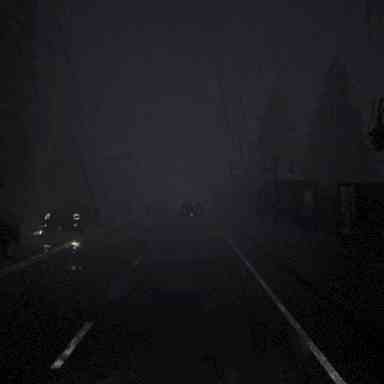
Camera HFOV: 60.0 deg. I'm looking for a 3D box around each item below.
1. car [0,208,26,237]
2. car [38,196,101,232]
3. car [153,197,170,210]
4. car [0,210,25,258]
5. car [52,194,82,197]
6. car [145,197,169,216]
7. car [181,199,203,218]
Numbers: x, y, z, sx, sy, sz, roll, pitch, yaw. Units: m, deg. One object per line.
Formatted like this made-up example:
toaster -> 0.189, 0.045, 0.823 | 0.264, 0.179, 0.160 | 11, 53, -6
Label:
car -> -10.580, 1.600, 16.980 | 1.895, 1.301, 4.718 | 0, 0, 0
car -> -7.069, 1.351, 19.990 | 2.097, 1.767, 4.553 | 0, 0, 0
car -> -4.184, 1.478, 45.113 | 2.128, 1.511, 4.902 | 0, 0, -8
car -> -7.085, 1.477, 9.925 | 1.882, 1.535, 5.008 | 0, 0, 0
car -> -10.535, 1.220, 27.448 | 2.150, 2.045, 5.566 | 0, 0, 0
car -> -3.412, 1.476, 32.906 | 1.882, 1.535, 5.008 | 0, 0, 0
car -> -0.010, 1.600, 29.719 | 1.895, 1.301, 4.718 | 0, 0, 0
